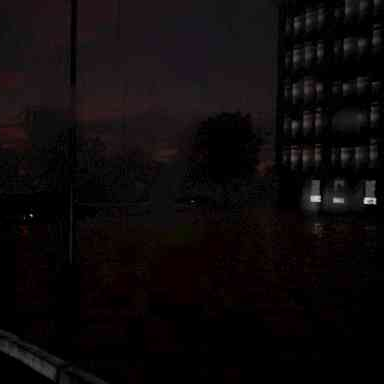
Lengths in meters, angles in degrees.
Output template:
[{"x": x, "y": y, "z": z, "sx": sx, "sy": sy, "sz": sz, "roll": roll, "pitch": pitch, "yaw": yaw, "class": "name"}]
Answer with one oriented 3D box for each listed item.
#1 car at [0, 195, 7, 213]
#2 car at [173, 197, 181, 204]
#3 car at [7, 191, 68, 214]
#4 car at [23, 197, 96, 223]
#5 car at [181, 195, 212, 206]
[{"x": -16.948, "y": 1.001, "z": 31.442, "sx": 2.097, "sy": 1.767, "sz": 4.553, "roll": 2, "pitch": 1, "yaw": 38, "class": "car"}, {"x": -0.615, "y": 1.176, "z": 52.120, "sx": 2.033, "sy": 1.411, "sz": 5.357, "roll": 2, "pitch": 1, "yaw": 39, "class": "car"}, {"x": -13.432, "y": 0.944, "z": 30.652, "sx": 2.150, "sy": 2.045, "sz": 5.566, "roll": 2, "pitch": 1, "yaw": 38, "class": "car"}, {"x": -9.562, "y": 1.382, "z": 24.891, "sx": 1.837, "sy": 1.490, "sz": 4.892, "roll": 1, "pitch": 1, "yaw": 39, "class": "car"}, {"x": 0.983, "y": 1.212, "z": 48.914, "sx": 1.837, "sy": 1.490, "sz": 4.892, "roll": 2, "pitch": 1, "yaw": 39, "class": "car"}]
